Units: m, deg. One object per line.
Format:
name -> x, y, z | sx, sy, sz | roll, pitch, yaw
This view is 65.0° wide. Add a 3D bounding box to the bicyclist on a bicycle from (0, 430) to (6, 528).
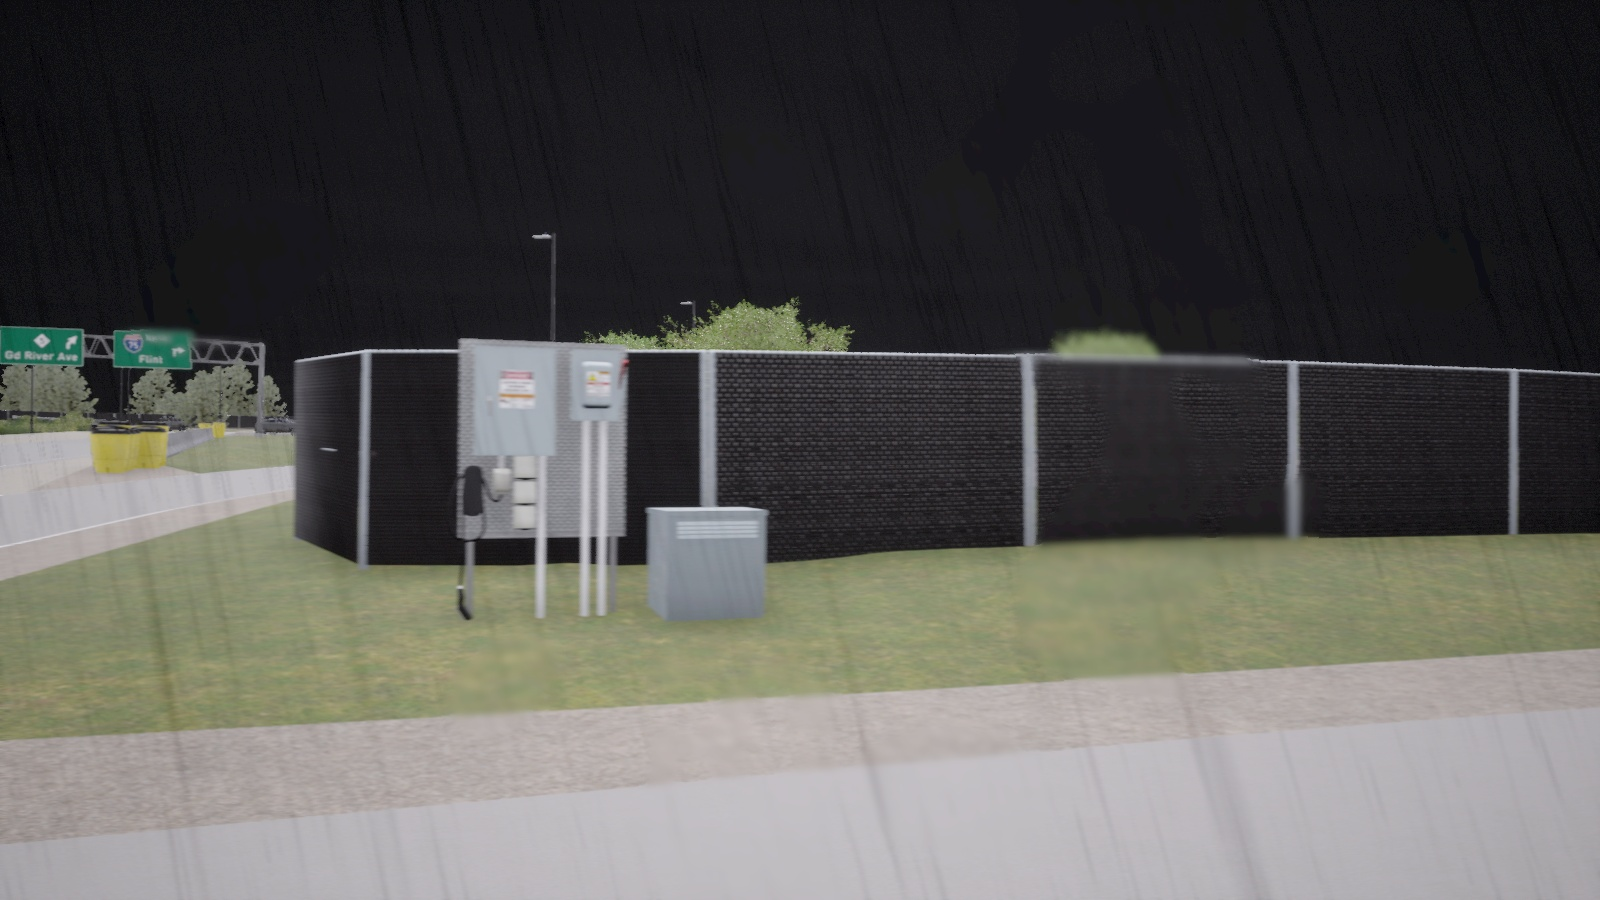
bicyclist on a bicycle -> -13.507, 0.497, 20.114 | 0.582, 1.620, 1.656 | -1, 1, -3
